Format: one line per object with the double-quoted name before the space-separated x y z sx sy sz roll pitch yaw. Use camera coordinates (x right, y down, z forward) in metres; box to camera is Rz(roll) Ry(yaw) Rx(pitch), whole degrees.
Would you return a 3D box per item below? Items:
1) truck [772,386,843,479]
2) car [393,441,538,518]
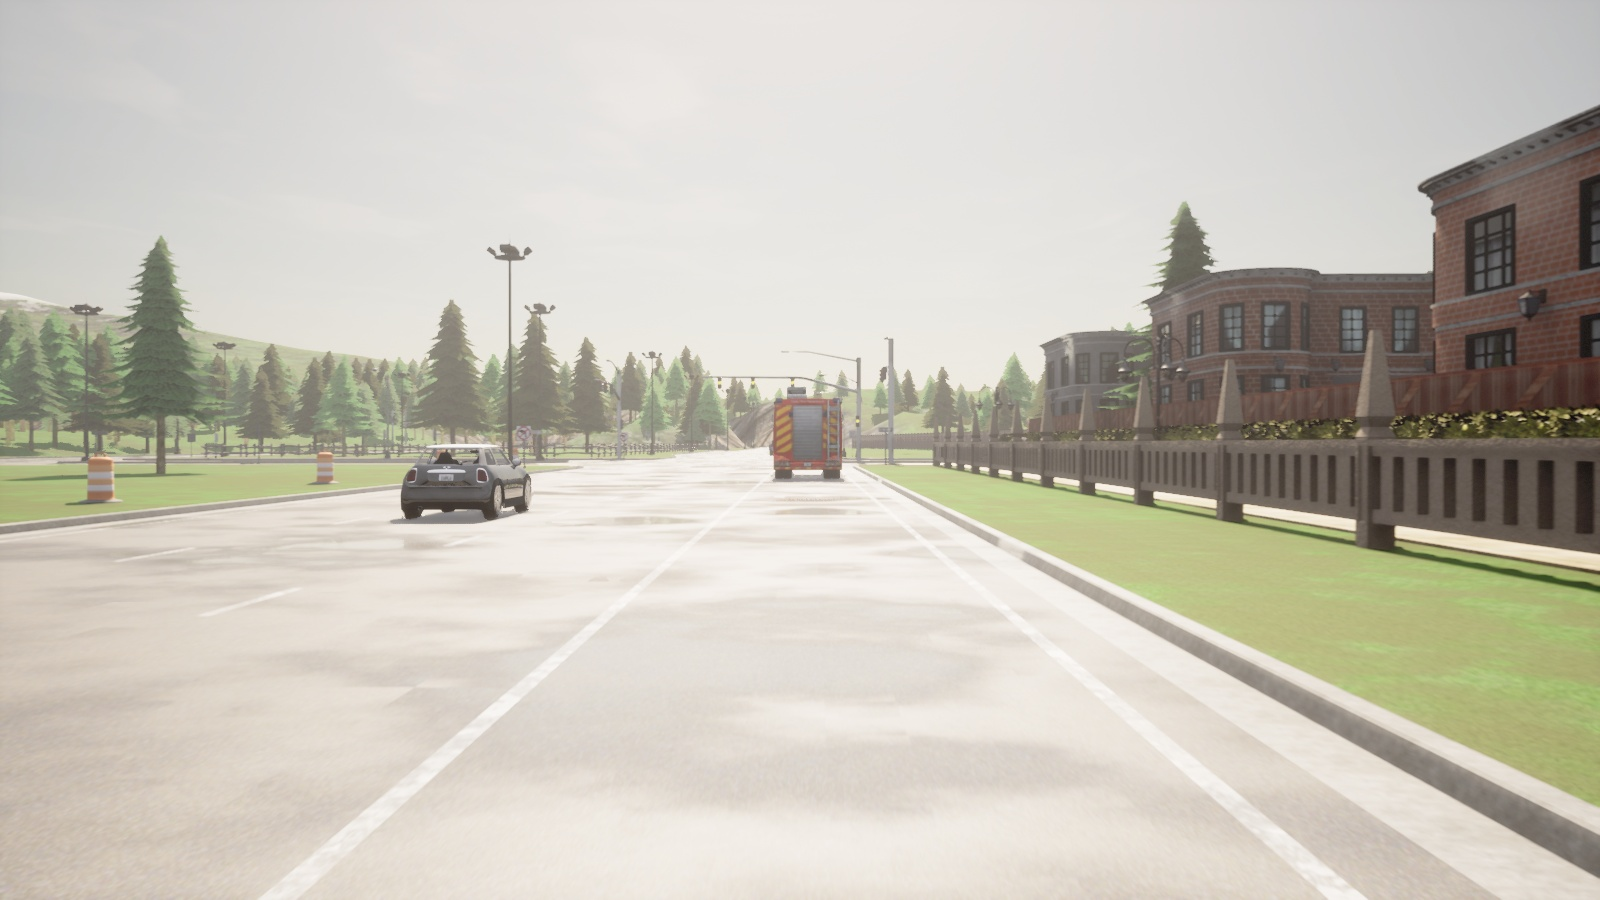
"truck" 0.333 -0.732 55.788 2.891 3.827 8.468 0 0 0
"car" -6.836 0.560 26.087 1.970 1.475 3.806 0 0 0
